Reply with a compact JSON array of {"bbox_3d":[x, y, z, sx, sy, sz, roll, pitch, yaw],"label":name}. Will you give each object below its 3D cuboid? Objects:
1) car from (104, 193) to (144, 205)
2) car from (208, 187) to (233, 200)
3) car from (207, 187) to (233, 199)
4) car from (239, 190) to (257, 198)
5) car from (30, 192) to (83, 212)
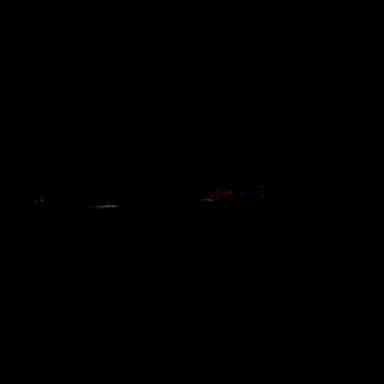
[{"bbox_3d":[-8.389,0.847,41.561,2.033,1.411,5.357,0,1,35],"label":"car"},{"bbox_3d":[5.010,0.332,55.565,2.097,1.767,4.553,0,1,36],"label":"car"},{"bbox_3d":[5.163,0.147,60.658,2.150,2.045,5.566,0,1,35],"label":"car"},{"bbox_3d":[10.758,0.295,63.809,1.882,1.535,5.008,0,1,35],"label":"car"},{"bbox_3d":[-12.409,0.818,30.901,2.097,1.767,4.553,0,1,35],"label":"car"}]
